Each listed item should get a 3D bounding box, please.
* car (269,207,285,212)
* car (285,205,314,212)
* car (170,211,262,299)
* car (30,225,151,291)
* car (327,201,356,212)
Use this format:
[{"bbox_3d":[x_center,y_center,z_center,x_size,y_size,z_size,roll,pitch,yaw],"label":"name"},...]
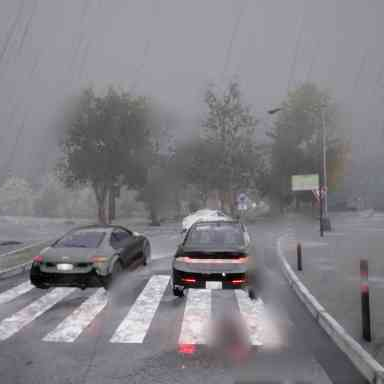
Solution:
[{"bbox_3d":[19.126,4.001,72.499,4.718,1.301,1.895,-3,-5,37],"label":"car"},{"bbox_3d":[21.454,3.365,65.407,2.128,1.511,4.902,4,-5,-35],"label":"car"},{"bbox_3d":[0.675,1.485,8.497,2.128,1.511,4.902,-1,0,7],"label":"car"},{"bbox_3d":[-2.486,1.589,9.129,1.994,1.385,4.181,-1,0,7],"label":"car"},{"bbox_3d":[27.410,2.767,61.176,2.150,2.045,5.566,2,-4,-18],"label":"car"}]
